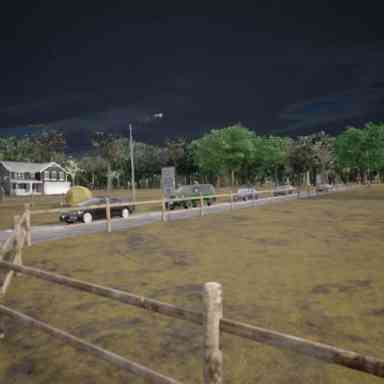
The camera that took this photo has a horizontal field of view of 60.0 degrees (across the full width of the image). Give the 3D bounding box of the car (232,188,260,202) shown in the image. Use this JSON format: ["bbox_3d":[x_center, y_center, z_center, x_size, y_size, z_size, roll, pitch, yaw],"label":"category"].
[{"bbox_3d":[5.967,0.299,36.919,1.812,1.442,4.674,-3,1,36],"label":"car"}]

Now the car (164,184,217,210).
[{"bbox_3d":[-0.033,0.393,28.593,2.150,2.045,5.566,-3,1,36],"label":"car"}]

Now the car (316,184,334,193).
[{"bbox_3d":[21.301,-0.656,53.296,1.994,1.385,4.181,-3,1,36],"label":"car"}]

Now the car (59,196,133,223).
[{"bbox_3d":[-5.789,1.055,20.544,1.837,1.490,4.892,-3,1,36],"label":"car"}]

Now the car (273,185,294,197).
[{"bbox_3d":[12.673,-0.178,46.207,1.837,1.490,4.892,-3,2,36],"label":"car"}]
